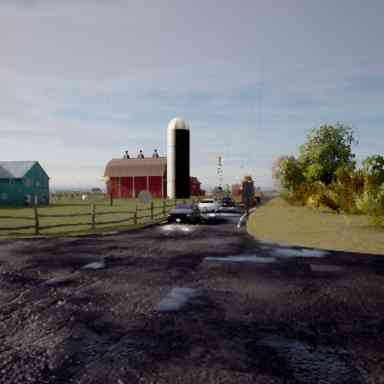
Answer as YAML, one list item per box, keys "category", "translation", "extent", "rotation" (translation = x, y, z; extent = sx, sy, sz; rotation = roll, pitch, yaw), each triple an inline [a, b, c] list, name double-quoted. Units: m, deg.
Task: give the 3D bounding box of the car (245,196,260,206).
- category: "car"
  translation: [10.090, 1.517, 56.339]
  extent: [1.812, 1.442, 4.674]
  rotation: [0, 0, 15]

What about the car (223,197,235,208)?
- category: "car"
  translation: [5.287, 1.482, 49.468]
  extent: [1.837, 1.490, 4.892]
  rotation: [0, 1, 15]

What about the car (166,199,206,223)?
- category: "car"
  translation: [-0.487, 1.536, 25.481]
  extent: [2.033, 1.411, 5.357]
  rotation: [0, 0, 10]

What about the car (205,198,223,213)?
- category: "car"
  translation: [1.812, 1.510, 36.372]
  extent: [1.812, 1.442, 4.674]
  rotation: [0, 0, 14]
